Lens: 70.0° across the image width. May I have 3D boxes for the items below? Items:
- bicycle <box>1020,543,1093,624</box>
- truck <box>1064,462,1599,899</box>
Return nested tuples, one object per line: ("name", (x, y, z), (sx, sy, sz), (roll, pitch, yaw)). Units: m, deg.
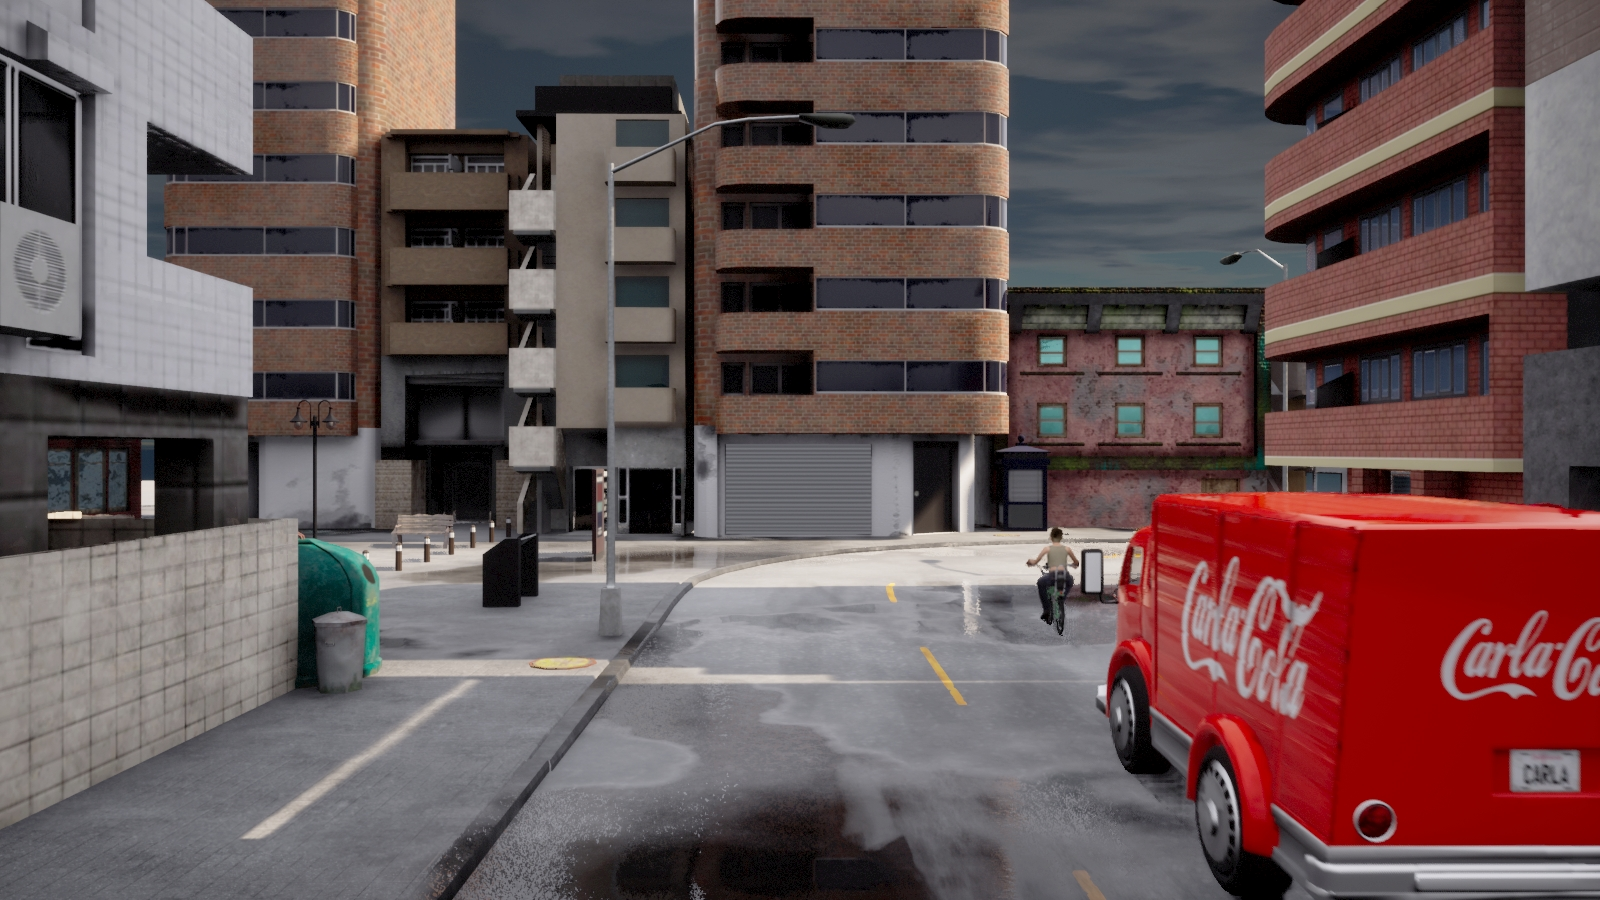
("bicycle", (3.962, 2.044, 17.761), (0.859, 1.080, 1.487), (0, 0, 3))
("truck", (3.889, 1.352, 8.487), (2.627, 2.467, 5.204), (0, 0, 0))
